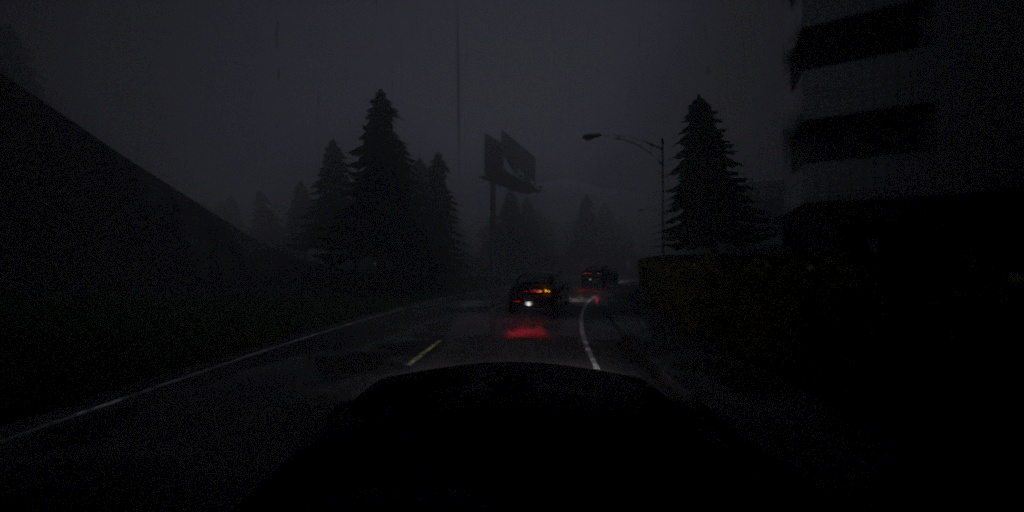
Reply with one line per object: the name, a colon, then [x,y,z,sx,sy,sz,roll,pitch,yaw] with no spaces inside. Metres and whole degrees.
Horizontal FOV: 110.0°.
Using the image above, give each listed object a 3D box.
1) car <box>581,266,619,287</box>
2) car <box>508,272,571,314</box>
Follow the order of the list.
car: [6.865,1.494,27.807,2.128,1.511,4.902,0,0,31]
car: [1.218,1.382,14.589,1.837,1.490,4.892,0,0,16]
